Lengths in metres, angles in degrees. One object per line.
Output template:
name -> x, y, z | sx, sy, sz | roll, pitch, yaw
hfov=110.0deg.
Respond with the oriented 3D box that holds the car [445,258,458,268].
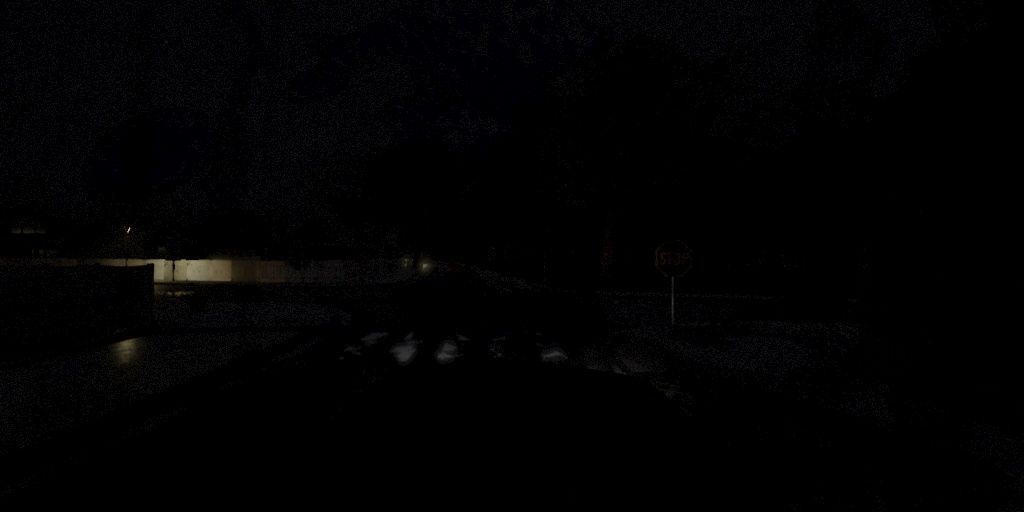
car -> -10.288, 1.315, 62.103 | 1.812, 1.442, 4.674 | 0, 0, -12
